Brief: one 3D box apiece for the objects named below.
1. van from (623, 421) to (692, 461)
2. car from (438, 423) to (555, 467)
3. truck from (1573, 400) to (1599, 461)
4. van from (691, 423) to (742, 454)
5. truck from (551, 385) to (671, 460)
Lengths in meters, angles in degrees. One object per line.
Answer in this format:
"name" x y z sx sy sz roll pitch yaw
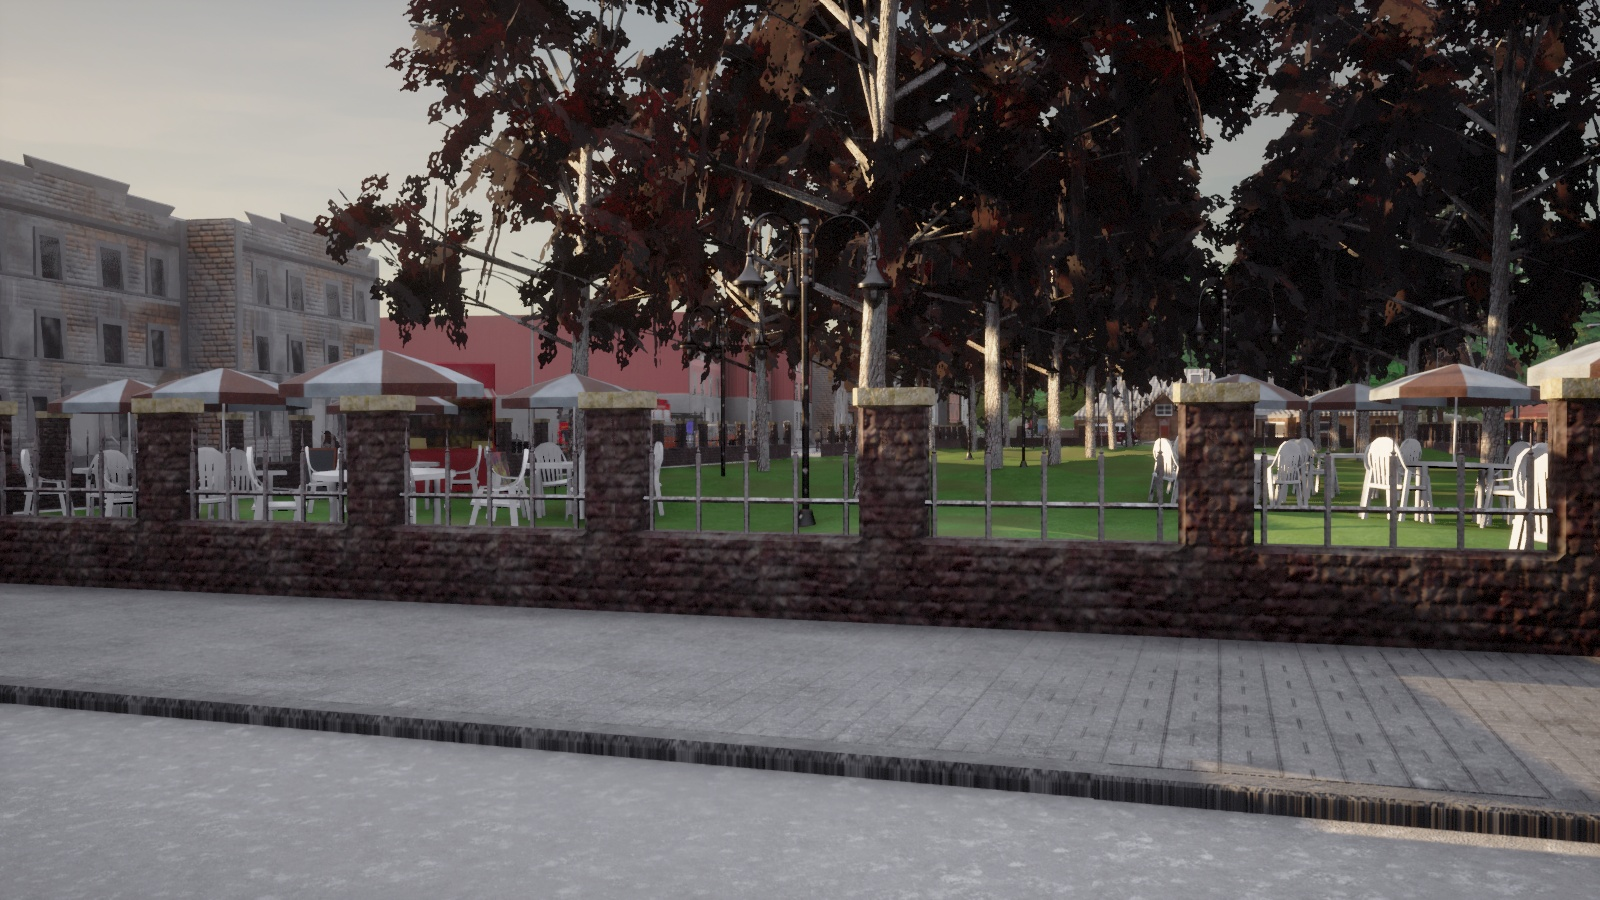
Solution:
"van" -7.229 -0.476 64.187 1.775 1.987 4.442 1 1 18
"car" -11.971 -0.239 49.930 2.152 1.651 5.027 1 1 18
"truck" 47.733 -1.153 73.653 2.891 3.462 7.936 1 1 23
"van" -5.418 -0.758 82.251 1.775 1.987 4.442 1 1 18
"truck" -10.098 -1.468 68.202 2.891 3.827 8.468 1 1 18
